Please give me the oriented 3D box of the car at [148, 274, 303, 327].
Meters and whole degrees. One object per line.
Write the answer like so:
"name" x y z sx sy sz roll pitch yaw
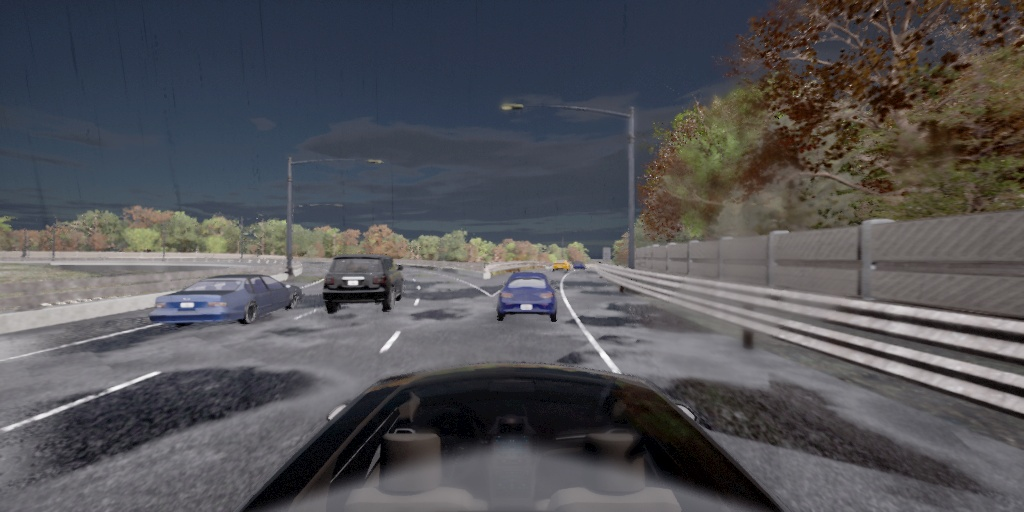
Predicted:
"car" -8.645 1.281 11.502 2.033 1.411 5.357 0 0 -11

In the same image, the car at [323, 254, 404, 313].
"car" -5.643 0.959 14.202 2.150 2.045 5.566 0 0 -11

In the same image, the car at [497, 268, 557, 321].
"car" 0.563 1.274 12.391 1.812 1.442 4.674 0 0 4

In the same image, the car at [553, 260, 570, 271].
"car" 6.853 1.248 49.127 1.882 1.535 5.008 0 0 14
